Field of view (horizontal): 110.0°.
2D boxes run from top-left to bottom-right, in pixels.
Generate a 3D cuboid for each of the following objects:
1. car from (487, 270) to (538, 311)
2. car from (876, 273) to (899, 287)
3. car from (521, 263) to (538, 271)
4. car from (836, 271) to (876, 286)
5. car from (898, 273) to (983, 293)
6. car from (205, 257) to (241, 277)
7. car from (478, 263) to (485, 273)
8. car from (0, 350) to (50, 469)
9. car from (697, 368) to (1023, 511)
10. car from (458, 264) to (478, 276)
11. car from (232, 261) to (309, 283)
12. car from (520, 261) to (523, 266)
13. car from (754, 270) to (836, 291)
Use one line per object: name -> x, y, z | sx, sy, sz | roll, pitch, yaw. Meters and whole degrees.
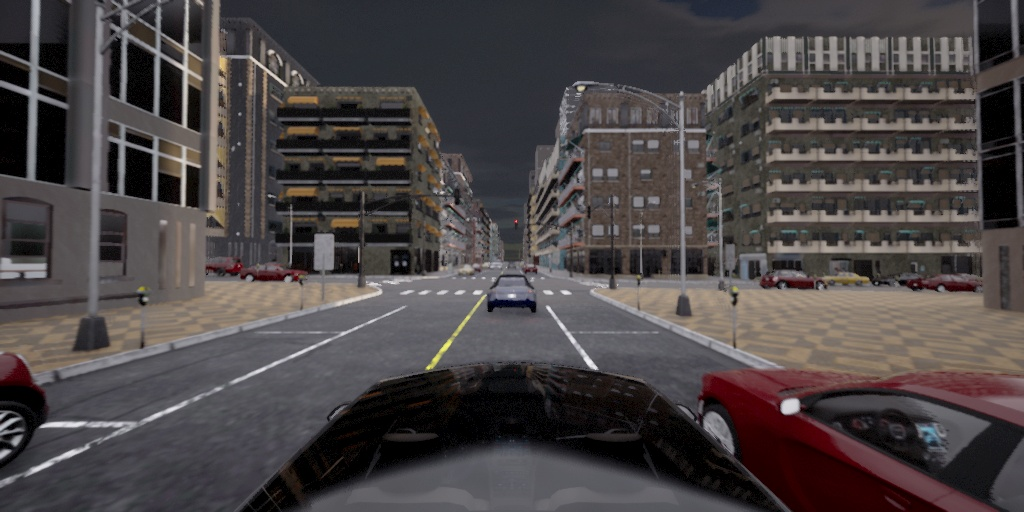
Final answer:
car -> 0.019, 1.459, 15.206 | 1.994, 1.385, 4.181 | 0, -1, 1
car -> 37.698, 2.325, 34.959 | 4.313, 1.339, 1.948 | 0, 0, 0
car -> 2.666, 1.823, 50.835 | 1.888, 1.381, 4.507 | 0, 0, 0
car -> 31.878, 2.196, 34.912 | 4.829, 1.417, 1.751 | 0, 0, 0
car -> 32.120, 2.047, 26.602 | 4.507, 1.381, 1.888 | 0, 0, 0
car -> -28.663, 1.032, 34.467 | 5.009, 1.841, 2.192 | 0, 0, 0
car -> -5.718, 1.882, 56.368 | 1.888, 1.381, 4.507 | 0, 0, 0
car -> -5.689, 1.191, 1.799 | 1.967, 1.591, 4.097 | 0, 0, 0
car -> 2.691, 1.296, 1.802 | 1.888, 1.381, 4.507 | 0, 0, 0
car -> -5.712, 1.743, 45.152 | 1.751, 1.417, 4.829 | 0, 0, 0
car -> -17.275, 1.270, 26.178 | 4.507, 1.381, 1.888 | 0, 0, 0
car -> 2.663, 1.777, 56.359 | 1.967, 1.591, 4.097 | 0, 0, 0
car -> 20.822, 1.764, 26.512 | 4.097, 1.591, 1.967 | 0, 0, 0
